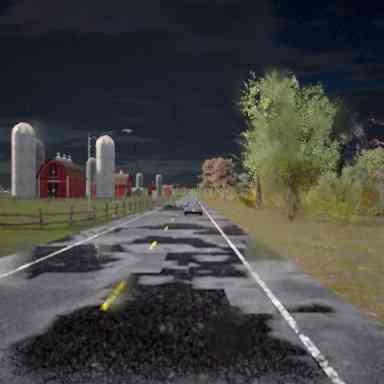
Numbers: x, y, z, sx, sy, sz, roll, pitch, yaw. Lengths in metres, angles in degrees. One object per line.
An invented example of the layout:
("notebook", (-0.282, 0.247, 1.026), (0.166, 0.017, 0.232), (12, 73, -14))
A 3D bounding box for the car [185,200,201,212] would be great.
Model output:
("car", (0.108, 1.851, 46.262), (2.128, 1.511, 4.902), (0, 0, 1))

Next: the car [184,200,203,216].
("car", (0.144, 1.847, 36.357), (1.994, 1.385, 4.181), (0, 0, 0))

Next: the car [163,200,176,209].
("car", (-3.509, 1.976, 52.977), (1.994, 1.385, 4.181), (0, -1, 0))
